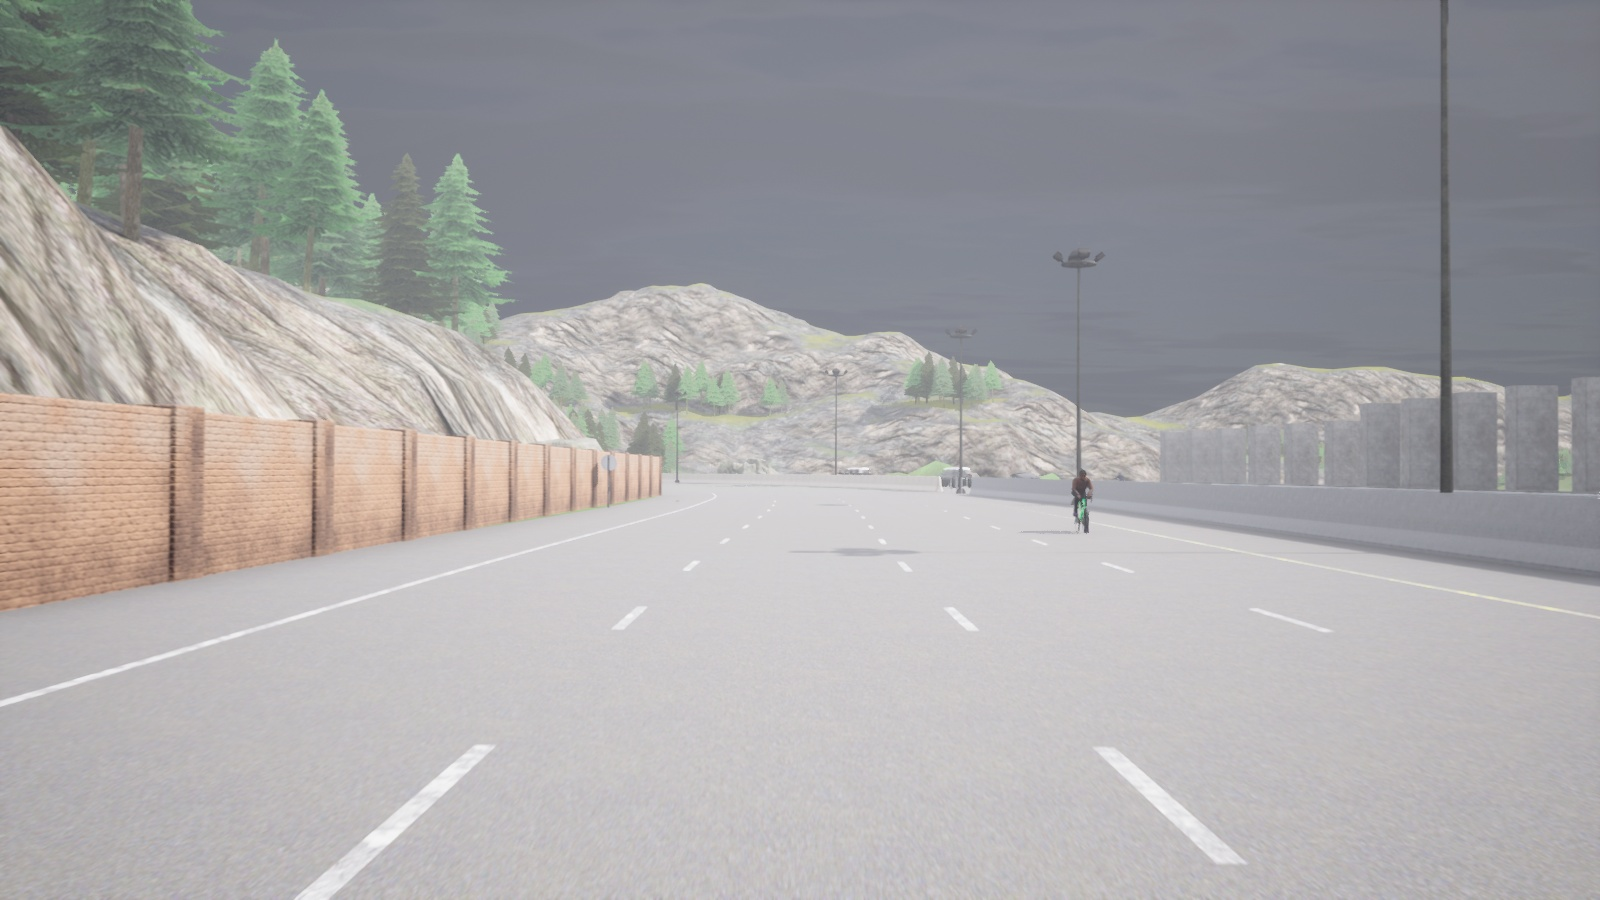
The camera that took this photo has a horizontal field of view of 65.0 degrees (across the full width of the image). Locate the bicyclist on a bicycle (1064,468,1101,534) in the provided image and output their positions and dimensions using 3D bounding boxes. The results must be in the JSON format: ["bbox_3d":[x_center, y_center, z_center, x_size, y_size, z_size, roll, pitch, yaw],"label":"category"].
[{"bbox_3d":[7.180,1.274,31.950,0.582,1.620,1.656,0,-1,1],"label":"bicyclist on a bicycle"}]
